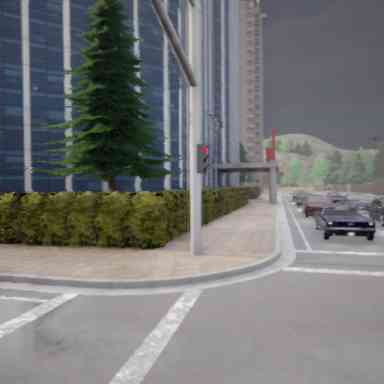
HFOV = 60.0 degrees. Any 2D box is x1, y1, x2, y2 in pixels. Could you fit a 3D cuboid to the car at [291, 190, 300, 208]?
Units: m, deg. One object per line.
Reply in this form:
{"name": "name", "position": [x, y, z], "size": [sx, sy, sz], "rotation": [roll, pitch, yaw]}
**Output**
{"name": "car", "position": [11.557, 0.823, 34.067], "size": [2.033, 1.411, 5.357], "rotation": [0, 1, 14]}

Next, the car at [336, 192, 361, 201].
{"name": "car", "position": [13.500, 0.898, 27.678], "size": [1.812, 1.442, 4.674], "rotation": [0, 1, 15]}

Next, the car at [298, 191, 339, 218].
{"name": "car", "position": [8.940, 0.951, 23.892], "size": [1.882, 1.535, 5.008], "rotation": [0, 1, 14]}

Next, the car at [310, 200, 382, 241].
{"name": "car", "position": [6.593, 1.251, 14.791], "size": [1.895, 1.301, 4.718], "rotation": [0, 1, 14]}

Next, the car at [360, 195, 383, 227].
{"name": "car", "position": [11.221, 1.051, 18.705], "size": [1.837, 1.490, 4.892], "rotation": [0, 1, 15]}
